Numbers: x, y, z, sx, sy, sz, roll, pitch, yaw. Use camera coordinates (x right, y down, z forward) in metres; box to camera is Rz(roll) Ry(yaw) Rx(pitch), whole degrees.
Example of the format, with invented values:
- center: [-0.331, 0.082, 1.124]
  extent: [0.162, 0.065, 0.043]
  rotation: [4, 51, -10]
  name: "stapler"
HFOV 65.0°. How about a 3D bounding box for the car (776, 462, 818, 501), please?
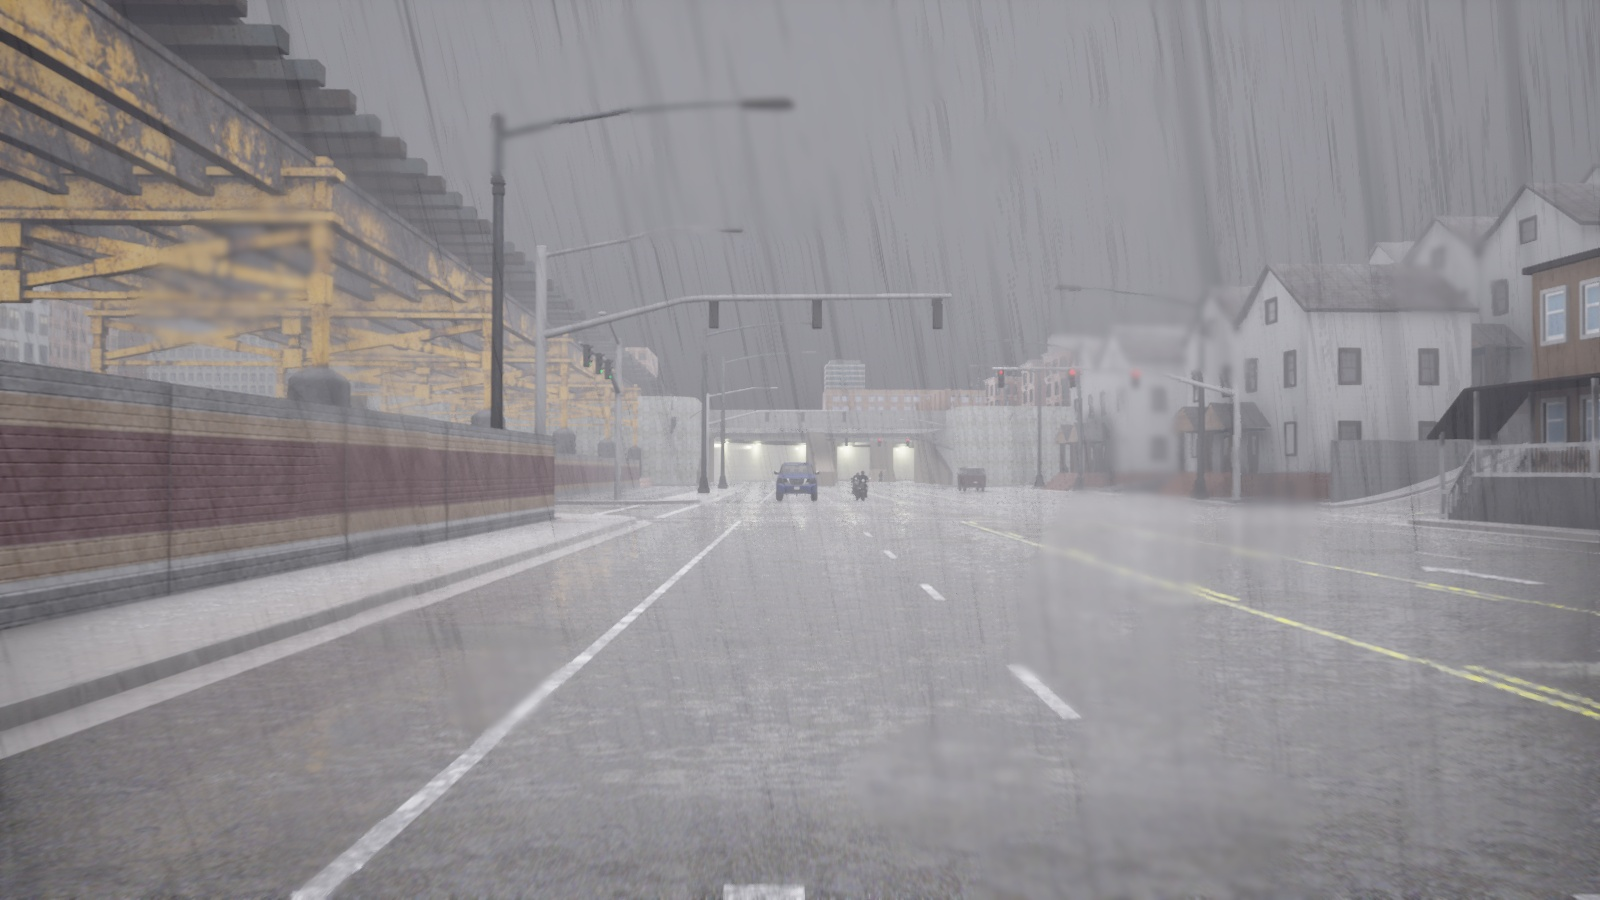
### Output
- center: [-0.153, 1.675, 68.170]
  extent: [2.150, 2.045, 5.566]
  rotation: [0, -1, 0]
  name: "car"
